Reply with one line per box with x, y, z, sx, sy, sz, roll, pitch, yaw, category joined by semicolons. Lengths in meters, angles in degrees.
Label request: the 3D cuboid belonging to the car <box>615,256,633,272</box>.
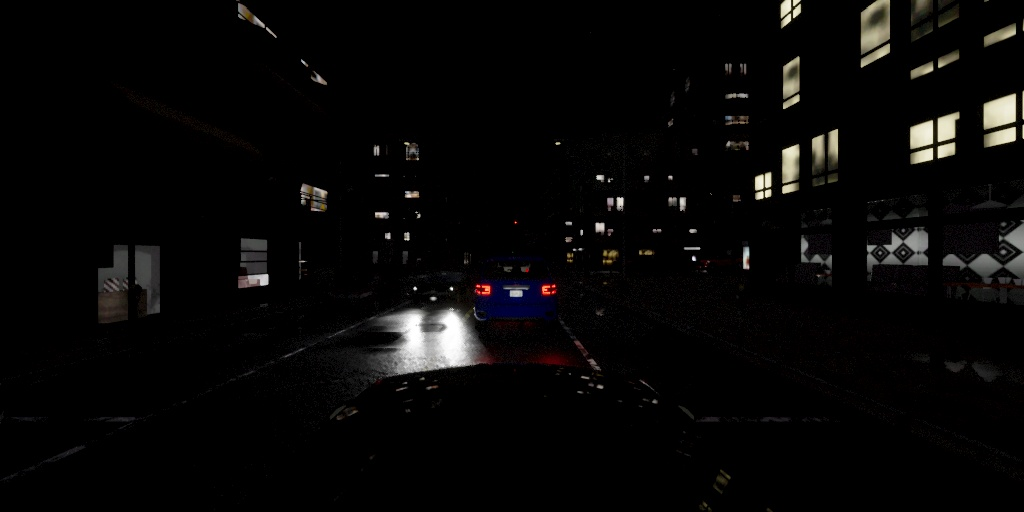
14.435;0.983;40.208;4.674;1.442;1.812;-1;0;-1;car

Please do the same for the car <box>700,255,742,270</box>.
23.400;0.642;40.301;4.553;1.767;2.097;-1;0;-1;car

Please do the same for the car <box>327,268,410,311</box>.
-5.734;1.332;14.468;1.802;1.307;4.207;0;0;0;car

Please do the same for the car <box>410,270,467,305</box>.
-3.056;1.351;16.185;1.895;1.301;4.718;0;0;1;car

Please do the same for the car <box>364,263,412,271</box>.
-12.716;1.469;36.935;4.892;1.490;1.837;-1;0;-4;car

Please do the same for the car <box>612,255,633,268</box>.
14.594;0.764;42.819;5.009;1.841;2.192;0;0;0;car

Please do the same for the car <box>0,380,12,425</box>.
-5.689;1.300;1.551;2.007;1.370;4.403;0;0;0;car

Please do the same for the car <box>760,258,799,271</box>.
25.819;0.822;34.531;4.313;1.339;1.948;0;0;0;car

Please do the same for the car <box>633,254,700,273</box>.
14.725;0.778;34.439;5.009;1.841;2.192;0;0;0;car

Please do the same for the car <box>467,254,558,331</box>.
0.103;0.971;11.062;2.150;2.045;5.566;0;0;0;car
